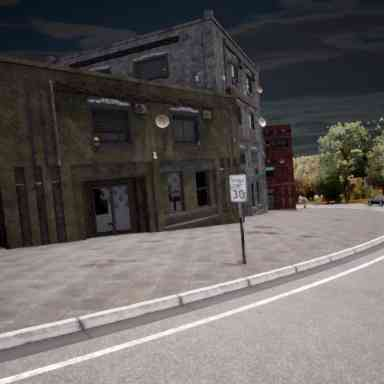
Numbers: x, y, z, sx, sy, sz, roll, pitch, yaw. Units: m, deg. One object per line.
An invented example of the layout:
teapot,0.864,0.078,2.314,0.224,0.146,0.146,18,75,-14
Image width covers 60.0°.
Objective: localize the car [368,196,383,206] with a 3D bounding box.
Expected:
car,28.978,1.393,51.147,2.128,1.511,4.902,-5,-2,-1
